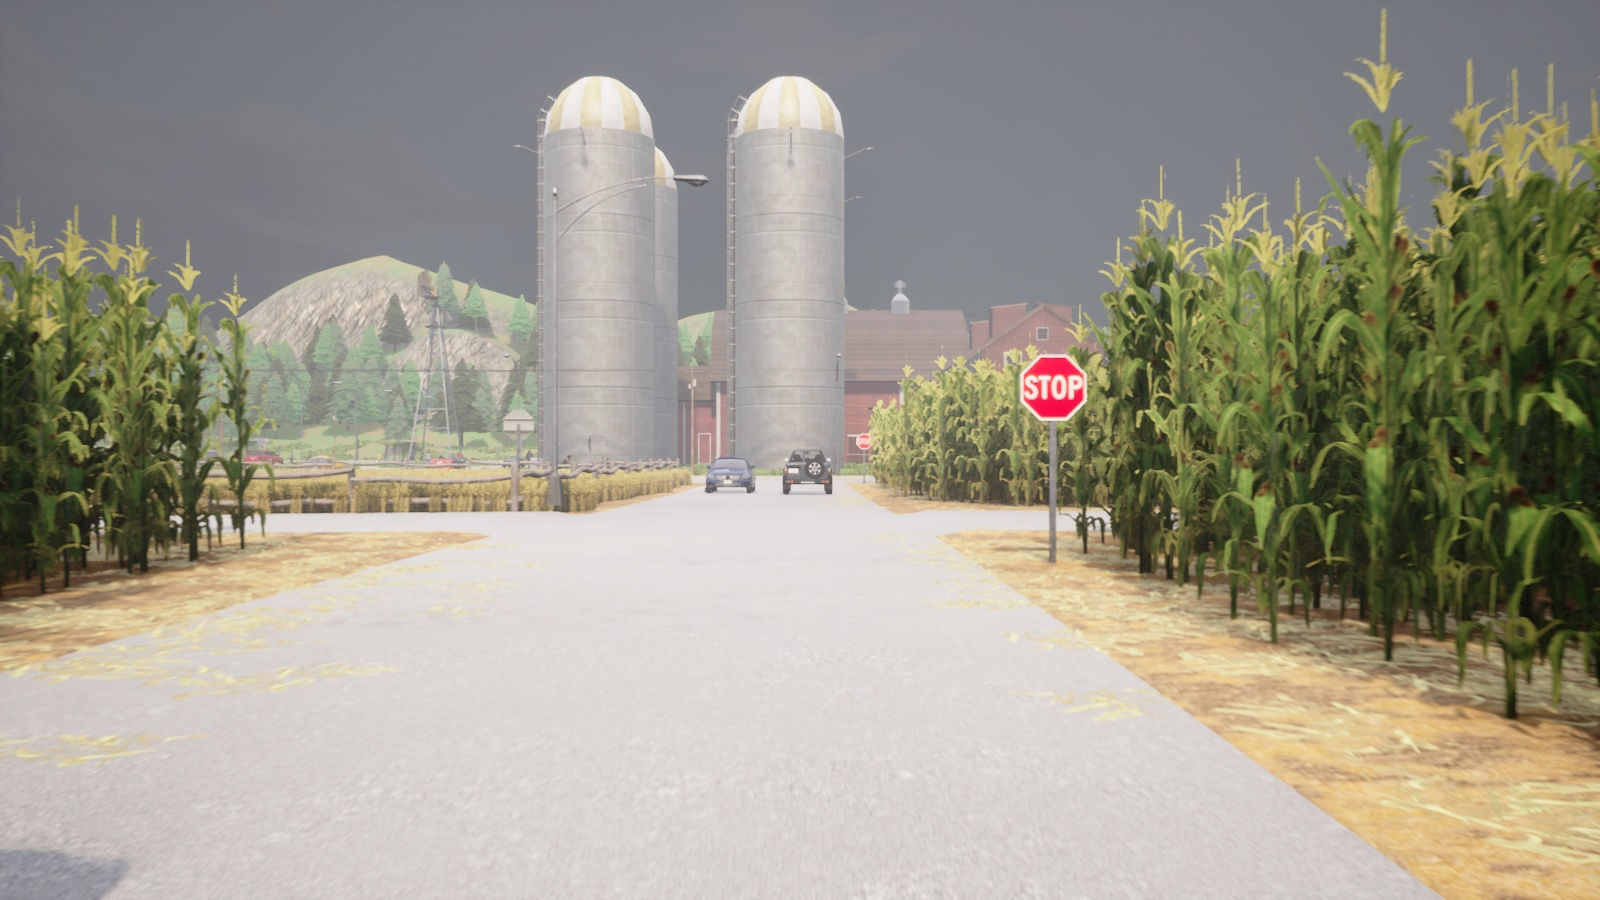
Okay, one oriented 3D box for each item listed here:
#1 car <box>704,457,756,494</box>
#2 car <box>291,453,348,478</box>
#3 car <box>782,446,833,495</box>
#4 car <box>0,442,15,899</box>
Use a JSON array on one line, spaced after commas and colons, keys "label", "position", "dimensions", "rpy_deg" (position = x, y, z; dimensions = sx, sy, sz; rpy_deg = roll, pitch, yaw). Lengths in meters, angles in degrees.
[{"label": "car", "position": [-2.795, 1.002, 50.941], "dimensions": [1.812, 1.442, 4.674], "rpy_deg": [0, 0, 0]}, {"label": "car", "position": [-31.880, 1.005, 83.490], "dimensions": [1.801, 1.575, 5.366], "rpy_deg": [0, 0, -1]}, {"label": "car", "position": [0.297, 0.787, 49.499], "dimensions": [1.932, 1.855, 4.605], "rpy_deg": [0, 0, 0]}, {"label": "car", "position": [-3.076, 0.745, 1.613], "dimensions": [1.845, 1.501, 3.633], "rpy_deg": [0, 1, 0]}]
